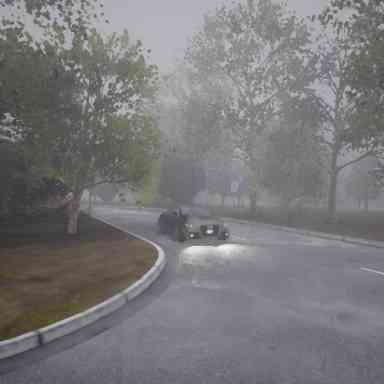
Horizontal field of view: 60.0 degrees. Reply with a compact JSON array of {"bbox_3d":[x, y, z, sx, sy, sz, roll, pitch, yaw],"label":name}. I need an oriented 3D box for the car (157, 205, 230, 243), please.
[{"bbox_3d":[-0.077,1.255,14.247,1.994,1.385,4.181,1,0,-22],"label":"car"}]

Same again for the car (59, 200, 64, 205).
[{"bbox_3d":[-14.523,0.763,32.818,4.902,1.511,2.128,1,-1,4],"label":"car"}]
